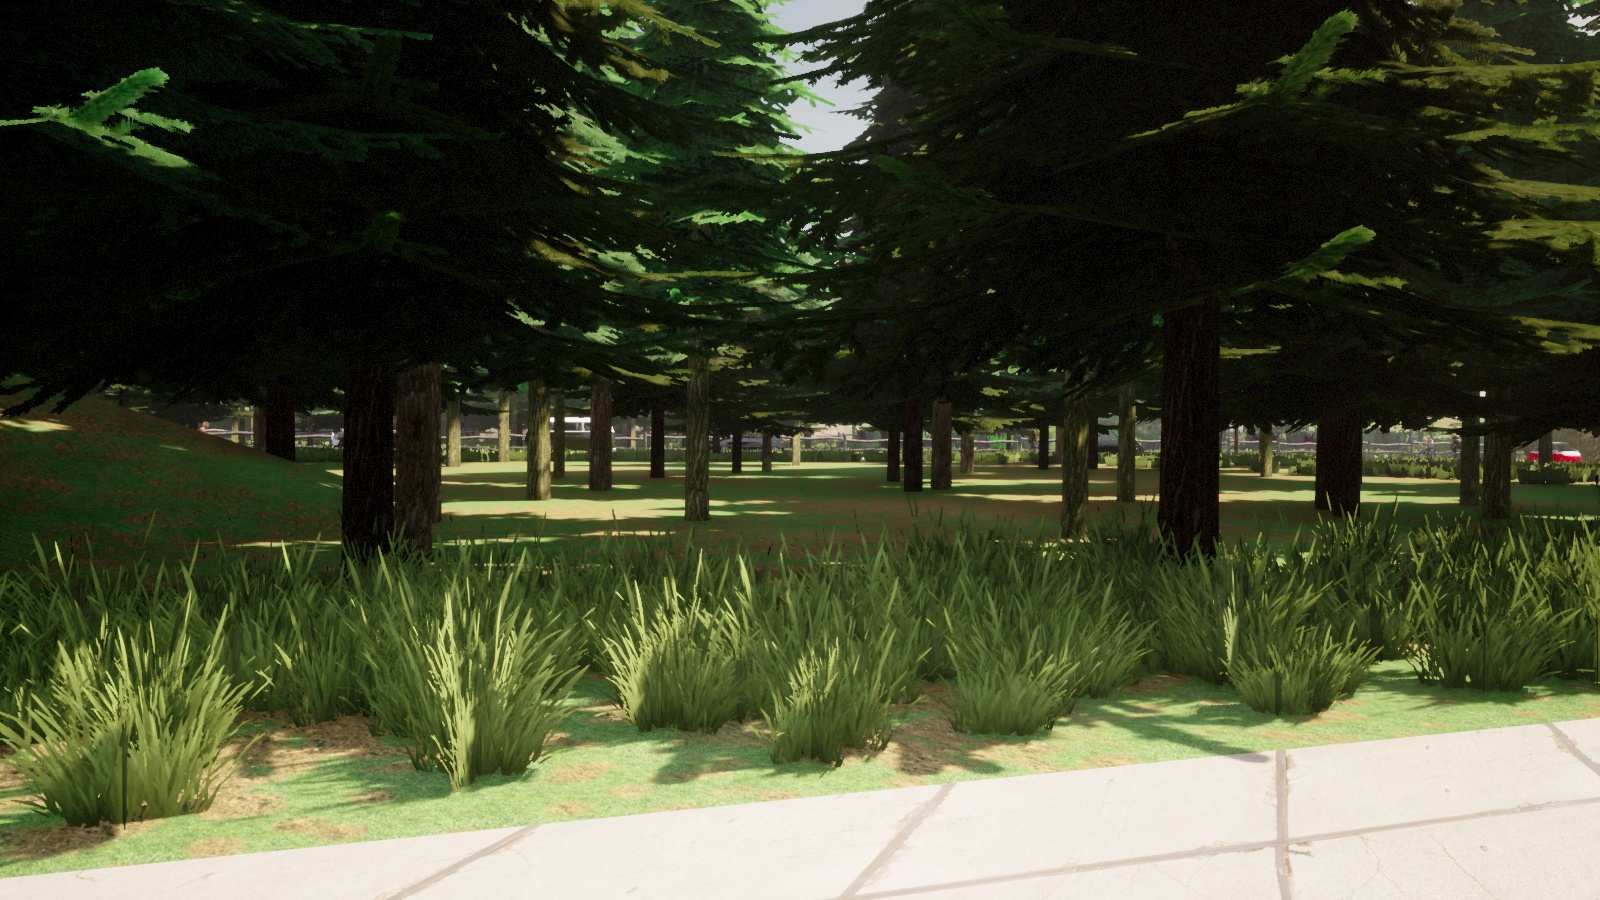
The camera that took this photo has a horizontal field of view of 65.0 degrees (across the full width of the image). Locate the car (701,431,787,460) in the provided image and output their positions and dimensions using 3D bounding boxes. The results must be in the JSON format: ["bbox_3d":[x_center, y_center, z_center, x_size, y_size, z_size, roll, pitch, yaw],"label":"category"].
[{"bbox_3d":[-2.969,-0.241,66.668,4.193,1.474,1.816,-1,1,-21],"label":"car"}]

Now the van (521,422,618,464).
[{"bbox_3d":[-11.627,-0.381,63.369,4.480,2.038,2.069,-1,1,-21],"label":"van"}]

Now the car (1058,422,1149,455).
[{"bbox_3d":[16.966,-0.678,70.239,4.553,1.767,2.097,-1,1,-19],"label":"car"}]

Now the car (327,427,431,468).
[{"bbox_3d":[-20.162,-0.146,60.132,4.605,1.855,1.932,-1,1,-21],"label":"car"}]

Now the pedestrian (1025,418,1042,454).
[{"bbox_3d":[11.816,-0.711,63.491,0.726,1.835,0.370,-1,1,-10],"label":"pedestrian"}]

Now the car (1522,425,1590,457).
[{"bbox_3d":[34.151,-0.413,56.754,1.481,1.376,2.207,-1,1,-22],"label":"car"}]
